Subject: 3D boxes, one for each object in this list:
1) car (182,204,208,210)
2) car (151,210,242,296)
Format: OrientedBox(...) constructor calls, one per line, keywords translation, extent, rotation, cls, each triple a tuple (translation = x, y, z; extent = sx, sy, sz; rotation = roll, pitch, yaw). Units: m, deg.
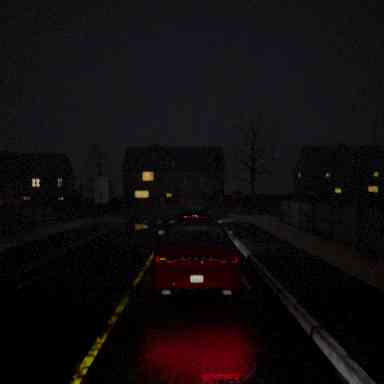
OrientedBox(translation=(0.209, 1.485, 19.797), extent=(1.837, 1.490, 4.892), rotation=(0, 0, 3), cls="car")
OrientedBox(translation=(0.097, 1.464, 8.688), extent=(1.882, 1.535, 5.008), rotation=(0, 0, 0), cls="car")
